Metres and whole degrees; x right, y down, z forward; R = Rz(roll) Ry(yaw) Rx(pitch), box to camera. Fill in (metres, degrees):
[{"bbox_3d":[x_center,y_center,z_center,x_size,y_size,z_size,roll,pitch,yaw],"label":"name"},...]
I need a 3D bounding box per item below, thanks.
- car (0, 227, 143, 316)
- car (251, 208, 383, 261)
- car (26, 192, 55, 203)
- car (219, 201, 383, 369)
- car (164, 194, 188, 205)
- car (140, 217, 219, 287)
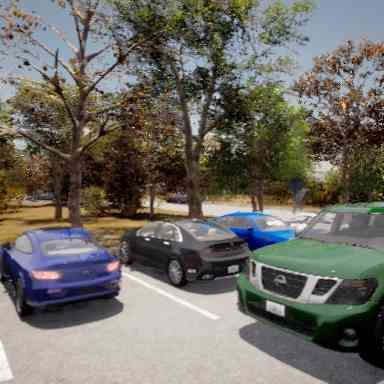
[{"bbox_3d":[-3.132,1.516,7.570,2.002,1.452,4.674,0,0,-35],"label":"car"},{"bbox_3d":[4.762,1.494,13.205,2.002,1.452,4.674,0,0,-36],"label":"car"},{"bbox_3d":[-21.517,0.745,48.499,4.902,1.511,2.128,0,0,-29],"label":"car"},{"bbox_3d":[3.373,1.209,6.041,5.566,2.045,2.150,0,0,-35],"label":"car"},{"bbox_3d":[-1.633,0.892,44.691,2.033,1.411,5.357,-4,3,-39],"label":"car"},{"bbox_3d":[-0.464,1.469,9.471,2.231,1.521,4.892,0,0,-36],"label":"car"}]
